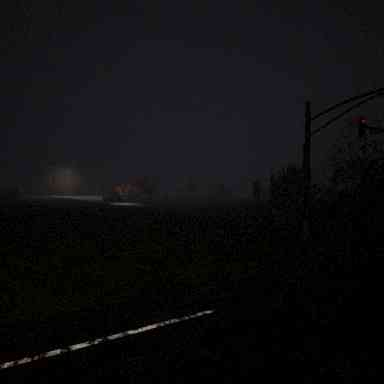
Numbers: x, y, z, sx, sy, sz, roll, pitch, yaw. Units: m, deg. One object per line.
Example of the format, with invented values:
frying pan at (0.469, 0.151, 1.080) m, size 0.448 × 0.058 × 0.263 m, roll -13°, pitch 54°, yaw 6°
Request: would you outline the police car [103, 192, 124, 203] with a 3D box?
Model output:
police car at (-11.734, 0.821, 49.841) m, size 2.038 × 1.542 × 4.974 m, roll 1°, pitch 0°, yaw -32°
